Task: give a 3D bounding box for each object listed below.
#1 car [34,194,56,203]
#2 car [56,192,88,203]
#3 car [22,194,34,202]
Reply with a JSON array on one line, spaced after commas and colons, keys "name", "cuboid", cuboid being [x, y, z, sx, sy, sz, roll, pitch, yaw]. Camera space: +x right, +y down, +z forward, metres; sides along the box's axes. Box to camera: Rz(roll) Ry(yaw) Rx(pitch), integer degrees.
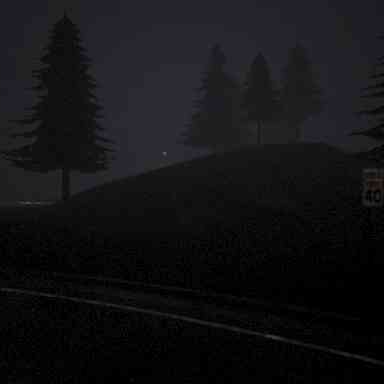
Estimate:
[{"name": "car", "cuboid": [-24.880, 1.120, 58.181, 1.994, 1.385, 4.181, 0, 0, 17]}, {"name": "car", "cuboid": [-21.073, 0.931, 58.666, 2.097, 1.767, 4.553, 0, 0, 16]}, {"name": "car", "cuboid": [-28.170, 1.091, 59.370, 1.994, 1.385, 4.181, 0, 0, 17]}]
